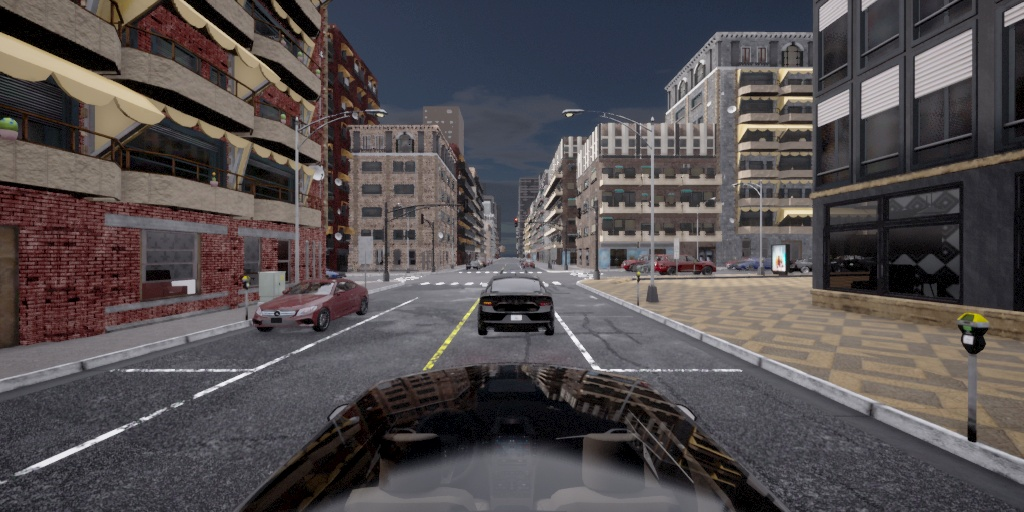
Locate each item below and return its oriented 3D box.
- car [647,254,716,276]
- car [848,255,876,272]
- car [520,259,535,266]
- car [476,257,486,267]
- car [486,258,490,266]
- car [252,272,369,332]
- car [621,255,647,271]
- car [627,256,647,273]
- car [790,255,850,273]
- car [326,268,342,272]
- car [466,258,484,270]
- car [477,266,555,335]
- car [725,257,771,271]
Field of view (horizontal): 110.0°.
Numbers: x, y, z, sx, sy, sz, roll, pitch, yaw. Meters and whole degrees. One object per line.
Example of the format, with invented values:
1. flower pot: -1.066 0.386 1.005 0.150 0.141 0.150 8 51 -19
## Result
1. car: 14.719 0.778 30.798 5.009 1.841 2.192 0 0 0
2. car: 31.360 0.718 30.937 4.313 1.339 1.948 0 0 0
3. car: 2.708 1.208 58.530 1.967 1.591 4.097 0 0 0
4. car: -5.672 1.293 58.361 1.751 1.417 4.829 0 0 0
5. car: -5.670 1.086 64.213 2.192 1.841 5.009 0 0 0
6. car: -5.739 1.332 10.825 1.802 1.307 4.207 0 0 0
7. car: 14.587 0.764 39.177 5.009 1.841 2.192 0 0 0
8. car: 14.457 1.021 36.585 4.181 1.385 1.994 -1 0 -1
9. car: 25.812 0.822 30.891 4.313 1.339 1.948 0 0 0
10. car: -18.278 1.614 33.113 5.357 1.411 2.033 -1 0 -1
11. car: -5.674 1.331 52.848 1.948 1.339 4.313 0 0 0
12. car: 0.101 1.228 10.482 1.882 1.535 5.008 0 0 0
13. car: 25.317 0.801 36.680 5.357 1.411 2.033 -1 0 -1
